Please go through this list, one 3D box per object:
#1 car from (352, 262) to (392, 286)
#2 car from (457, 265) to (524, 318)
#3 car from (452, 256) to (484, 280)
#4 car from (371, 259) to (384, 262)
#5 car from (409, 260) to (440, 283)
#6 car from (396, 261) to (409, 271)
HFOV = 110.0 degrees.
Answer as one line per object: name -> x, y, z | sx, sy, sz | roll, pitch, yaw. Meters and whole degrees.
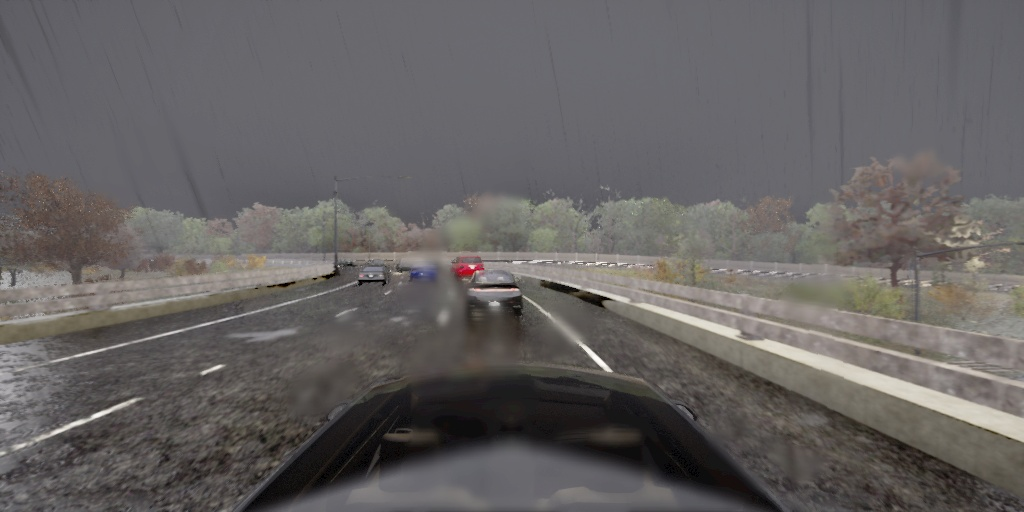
car -> -9.872, 1.354, 26.000 | 2.033, 1.411, 5.357 | 0, 0, -14
car -> -0.732, 1.247, 13.118 | 2.128, 1.511, 4.902 | 0, 0, -6
car -> -3.710, 0.994, 29.956 | 2.150, 2.045, 5.566 | 0, 0, -15
car -> -18.318, 1.208, 48.778 | 2.097, 1.767, 4.553 | 0, 0, -26
car -> -7.179, 1.270, 29.160 | 1.882, 1.535, 5.008 | 0, 0, -15
car -> -14.845, 1.401, 49.670 | 1.994, 1.385, 4.181 | 0, 0, -26
